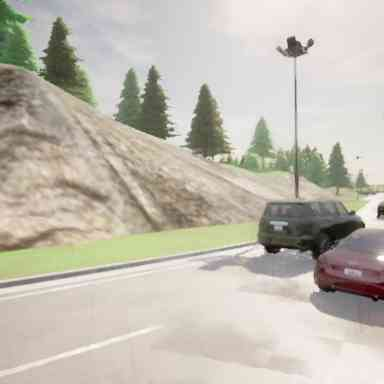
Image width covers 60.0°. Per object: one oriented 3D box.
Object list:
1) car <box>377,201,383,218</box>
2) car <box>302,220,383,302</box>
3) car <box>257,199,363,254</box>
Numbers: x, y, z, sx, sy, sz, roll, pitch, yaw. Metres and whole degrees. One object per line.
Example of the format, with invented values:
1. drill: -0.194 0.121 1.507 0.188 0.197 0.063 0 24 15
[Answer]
1. car: 18.015 1.488 30.290 1.882 1.535 5.008 -1 0 31
2. car: 4.699 1.571 8.003 4.181 1.385 1.994 0 0 -42
3. car: 4.744 1.259 12.780 5.566 2.045 2.150 0 0 -45
